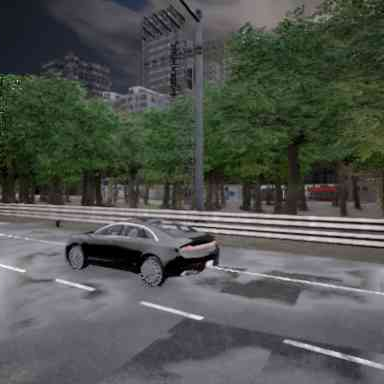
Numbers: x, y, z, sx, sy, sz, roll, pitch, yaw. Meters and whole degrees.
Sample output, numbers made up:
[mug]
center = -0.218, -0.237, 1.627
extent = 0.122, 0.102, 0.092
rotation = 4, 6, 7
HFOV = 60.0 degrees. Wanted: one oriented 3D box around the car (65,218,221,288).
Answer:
[car]
center = -1.561, 1.489, 9.281
extent = 4.902, 1.511, 2.128
rotation = 0, 0, 35
